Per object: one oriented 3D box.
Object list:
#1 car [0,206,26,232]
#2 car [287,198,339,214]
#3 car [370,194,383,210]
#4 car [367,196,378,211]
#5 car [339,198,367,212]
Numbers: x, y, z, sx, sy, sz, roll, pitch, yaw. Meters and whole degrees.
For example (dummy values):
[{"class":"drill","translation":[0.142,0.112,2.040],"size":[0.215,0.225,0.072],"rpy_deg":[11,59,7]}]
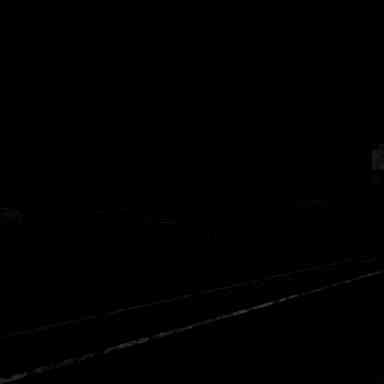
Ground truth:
[{"class":"car","translation":[-10.701,1.491,18.896],"size":[2.002,1.452,4.674],"rpy_deg":[0,0,-35]},{"class":"car","translation":[12.503,1.441,35.418],"size":[2.097,1.535,5.008],"rpy_deg":[0,0,-35]},{"class":"car","translation":[23.858,1.385,43.478],"size":[2.185,1.767,4.553],"rpy_deg":[1,0,-36]},{"class":"car","translation":[19.304,1.513,40.272],"size":[2.002,1.452,4.674],"rpy_deg":[0,0,-35]},{"class":"car","translation":[17.033,1.458,38.657],"size":[2.097,1.535,5.008],"rpy_deg":[0,0,-35]}]
